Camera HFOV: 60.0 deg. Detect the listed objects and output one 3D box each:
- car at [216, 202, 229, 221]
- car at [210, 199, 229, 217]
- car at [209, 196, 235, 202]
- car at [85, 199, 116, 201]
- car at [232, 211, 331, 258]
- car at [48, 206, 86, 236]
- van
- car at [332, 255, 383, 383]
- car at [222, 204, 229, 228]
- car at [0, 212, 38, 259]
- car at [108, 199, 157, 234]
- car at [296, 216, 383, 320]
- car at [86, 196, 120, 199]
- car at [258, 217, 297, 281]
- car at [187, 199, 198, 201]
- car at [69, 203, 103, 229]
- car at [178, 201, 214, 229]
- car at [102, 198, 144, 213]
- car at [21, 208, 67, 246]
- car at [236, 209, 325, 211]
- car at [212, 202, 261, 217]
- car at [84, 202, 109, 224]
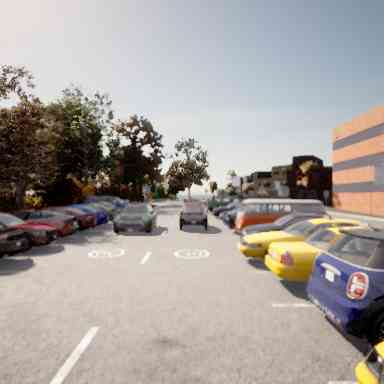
[{"bbox_3d":[4.420,1.690,25.242,4.674,1.452,2.002,0,0,0],"label":"car"},{"bbox_3d":[4.423,1.685,30.893,5.008,1.535,2.097,0,0,0],"label":"car"},{"bbox_3d":[4.446,1.464,36.546,5.566,2.045,2.435,0,0,0],"label":"car"},{"bbox_3d":[-8.162,1.686,30.809,4.892,1.521,2.231,0,0,0],"label":"car"},{"bbox_3d":[4.230,1.552,11.114,5.366,1.575,1.946,0,0,0],"label":"car"},{"bbox_3d":[-8.181,1.623,16.691,4.792,1.488,2.163,0,0,0],"label":"car"},{"bbox_3d":[4.300,1.367,16.766,4.442,1.987,1.878,0,0,0],"label":"van"},{"bbox_3d":[4.230,1.495,2.636,5.366,1.575,1.946,0,0,0],"label":"car"},{"bbox_3d":[4.446,1.642,19.590,4.792,1.488,2.163,0,0,0],"label":"car"},{"bbox_3d":[-8.147,1.555,10.919,5.008,1.535,2.097,0,0,0],"label":"car"},{"bbox_3d":[-3.347,1.489,20.245,2.097,1.767,4.553,0,0,0],"label":"car"},{"bbox_3d":[4.384,1.392,5.463,4.553,1.767,2.185,0,0,0],"label":"car"},{"bbox_3d":[-8.127,1.449,33.511,5.566,2.045,2.435,0,0,0],"label":"car"},{"bbox_3d":[4.601,1.533,8.288,5.366,1.575,1.946,0,0,0],"label":"car"},{"bbox_3d":[0.104,1.616,42.340,2.097,1.767,4.553,0,0,0],"label":"car"},{"bbox_3d":[-8.147,1.612,19.515,5.008,1.535,2.097,0,0,0],"label":"car"},{"bbox_3d":[0.102,1.646,22.660,2.128,1.511,4.902,0,0,0],"label":"car"},{"bbox_3d":[-8.092,1.598,39.290,4.553,1.767,2.185,0,-1,0],"label":"car"},{"bbox_3d":[-8.157,1.574,13.743,5.008,1.535,2.097,0,0,0],"label":"car"},{"bbox_3d":[4.419,1.614,13.939,4.674,1.452,2.002,0,0,0],"label":"car"},{"bbox_3d":[4.420,1.741,33.720,4.674,1.452,2.002,0,0,0],"label":"car"},{"bbox_3d":[-8.147,1.631,22.338,5.008,1.535,2.097,0,0,0],"label":"car"}]
